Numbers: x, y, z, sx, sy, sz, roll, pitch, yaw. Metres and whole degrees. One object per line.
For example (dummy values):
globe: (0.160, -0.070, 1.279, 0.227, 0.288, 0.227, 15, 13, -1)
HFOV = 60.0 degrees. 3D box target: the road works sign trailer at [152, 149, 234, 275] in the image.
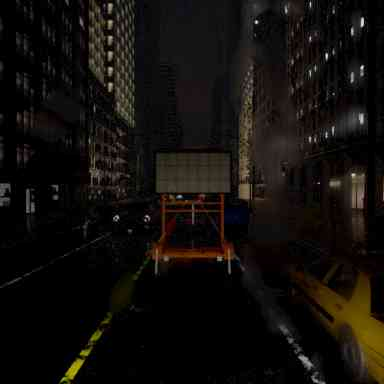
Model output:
road works sign trailer: (0.033, 0.462, 10.460, 2.380, 3.560, 2.880, 0, 0, 0)

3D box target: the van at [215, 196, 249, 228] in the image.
van: (2.720, 1.336, 22.089, 1.690, 1.788, 3.998, -1, 0, 0)

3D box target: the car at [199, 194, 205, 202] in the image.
car: (2.797, 1.536, 61.874, 2.008, 1.369, 4.403, -1, 0, 0)

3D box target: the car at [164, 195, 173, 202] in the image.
car: (-5.552, 1.420, 78.941, 1.967, 1.590, 4.097, -1, 0, 0)

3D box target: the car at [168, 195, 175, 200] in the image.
car: (-5.530, 1.502, 90.139, 1.752, 1.417, 4.829, -1, 0, 0)

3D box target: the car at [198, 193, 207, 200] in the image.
car: (2.849, 1.291, 90.293, 2.192, 1.841, 5.009, -1, 0, 0)

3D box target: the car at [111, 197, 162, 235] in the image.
car: (-3.069, 1.347, 18.750, 2.097, 1.767, 4.553, 0, 0, 0)

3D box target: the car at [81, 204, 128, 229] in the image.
car: (-5.658, 1.561, 22.105, 1.947, 1.339, 4.313, -1, 0, 0)

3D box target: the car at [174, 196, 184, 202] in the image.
car: (-2.857, 1.528, 76.721, 2.033, 1.411, 5.357, 0, 0, 0)

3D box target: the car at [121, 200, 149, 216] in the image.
car: (-5.638, 1.543, 33.472, 2.008, 1.369, 4.403, -1, 0, 0)

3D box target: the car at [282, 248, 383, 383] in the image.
car: (2.690, 1.524, 5.208, 1.752, 1.417, 4.829, -1, 0, 0)

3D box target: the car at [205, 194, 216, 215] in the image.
car: (2.741, 1.307, 33.457, 2.192, 1.841, 5.009, -1, 0, 0)

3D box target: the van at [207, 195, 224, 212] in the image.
van: (2.752, 1.332, 39.140, 1.690, 1.788, 3.998, -1, 0, 0)

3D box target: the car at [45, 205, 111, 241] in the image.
car: (-5.669, 1.547, 16.421, 2.008, 1.369, 4.403, -1, 0, 0)

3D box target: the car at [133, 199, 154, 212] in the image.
car: (-5.626, 1.573, 39.156, 1.802, 1.307, 4.206, -1, 0, 0)

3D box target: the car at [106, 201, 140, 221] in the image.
car: (-5.648, 1.538, 27.789, 1.887, 1.381, 4.507, -1, 0, 0)

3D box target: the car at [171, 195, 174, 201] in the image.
car: (-5.562, 1.564, 73.258, 1.802, 1.307, 4.206, -1, 0, 0)

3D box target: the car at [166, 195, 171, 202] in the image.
car: (-5.583, 1.536, 61.890, 2.008, 1.369, 4.403, -1, 0, 0)
